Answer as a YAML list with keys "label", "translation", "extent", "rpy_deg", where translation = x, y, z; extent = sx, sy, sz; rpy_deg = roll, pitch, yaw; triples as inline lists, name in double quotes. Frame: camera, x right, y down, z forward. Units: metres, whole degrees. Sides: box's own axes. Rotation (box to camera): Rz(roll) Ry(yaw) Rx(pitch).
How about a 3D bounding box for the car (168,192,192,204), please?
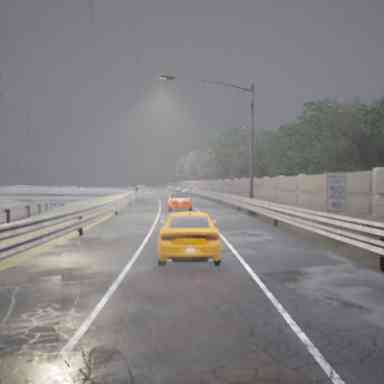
- label: "car"
  translation: [-1.168, 0.799, 30.915]
  extent: [2.097, 1.767, 4.553]
  rpy_deg: [0, 2, -4]

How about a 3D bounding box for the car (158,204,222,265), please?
- label: "car"
  translation: [-0.116, 1.419, 11.594]
  extent: [1.882, 1.535, 5.008]
  rpy_deg: [0, 1, -2]
